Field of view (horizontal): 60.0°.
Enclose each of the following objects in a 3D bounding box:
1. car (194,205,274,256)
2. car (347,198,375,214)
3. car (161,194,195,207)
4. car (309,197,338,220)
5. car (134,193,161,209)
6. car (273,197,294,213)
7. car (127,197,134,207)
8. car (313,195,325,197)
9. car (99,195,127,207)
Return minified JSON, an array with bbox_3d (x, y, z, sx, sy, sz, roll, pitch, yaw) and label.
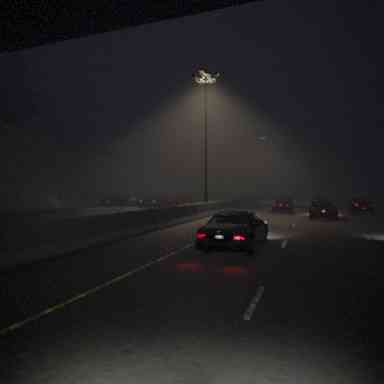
[{"bbox_3d":[1.710,1.431,12.747,2.033,1.411,5.357,0,1,20],"label":"car"},{"bbox_3d":[15.709,1.240,30.956,1.812,1.442,4.674,0,0,20],"label":"car"},{"bbox_3d":[-1.201,1.152,36.175,1.882,1.535,5.008,0,1,20],"label":"car"},{"bbox_3d":[10.116,1.326,25.731,1.994,1.385,4.181,0,0,20],"label":"car"},{"bbox_3d":[-4.277,1.012,37.955,2.097,1.767,4.553,0,1,20],"label":"car"},{"bbox_3d":[9.098,1.244,33.221,2.033,1.411,5.357,0,1,20],"label":"car"},{"bbox_3d":[-6.057,0.964,43.292,2.097,1.767,4.553,0,1,20],"label":"car"},{"bbox_3d":[15.220,1.124,39.866,2.128,1.511,4.902,0,0,20],"label":"car"},{"bbox_3d":[-9.966,1.096,42.792,1.882,1.535,5.008,0,1,20],"label":"car"}]
